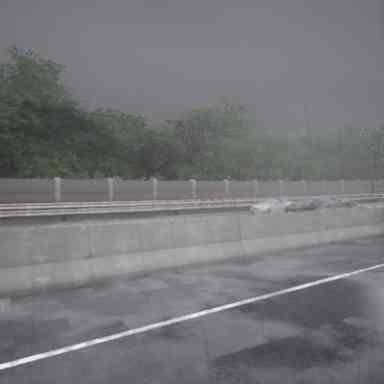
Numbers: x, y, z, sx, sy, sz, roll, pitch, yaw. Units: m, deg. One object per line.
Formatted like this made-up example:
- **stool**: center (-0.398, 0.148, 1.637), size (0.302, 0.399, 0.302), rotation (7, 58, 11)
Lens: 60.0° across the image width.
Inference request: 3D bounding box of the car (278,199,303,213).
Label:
- **car**: center (9.879, 1.308, 27.895), size (5.008, 1.535, 1.882), rotation (-1, 0, -34)

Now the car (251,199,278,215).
- **car**: center (7.471, 1.361, 30.488), size (4.674, 1.442, 1.812), rotation (-1, 1, -34)

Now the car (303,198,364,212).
- **car**: center (10.556, 1.358, 24.118), size (4.892, 1.490, 1.837), rotation (-1, 1, -34)
